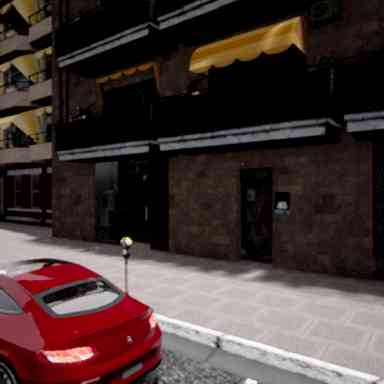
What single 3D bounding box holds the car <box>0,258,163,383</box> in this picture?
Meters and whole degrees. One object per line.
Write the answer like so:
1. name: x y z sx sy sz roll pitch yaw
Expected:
1. car: -2.278 1.582 4.500 4.206 1.307 1.802 0 0 35
